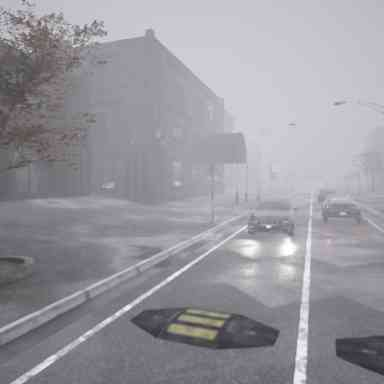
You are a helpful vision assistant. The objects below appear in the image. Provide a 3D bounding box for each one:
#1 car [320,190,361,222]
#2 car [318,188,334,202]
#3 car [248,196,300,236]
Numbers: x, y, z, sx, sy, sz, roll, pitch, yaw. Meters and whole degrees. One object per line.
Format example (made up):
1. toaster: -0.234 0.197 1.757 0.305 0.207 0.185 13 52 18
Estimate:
1. car: 8.521 0.845 19.164 1.812 1.442 4.674 0 2 20
2. car: 14.499 0.279 35.506 1.994 1.385 4.181 0 2 20
3. car: 3.795 1.006 15.172 1.837 1.490 4.892 0 2 20
